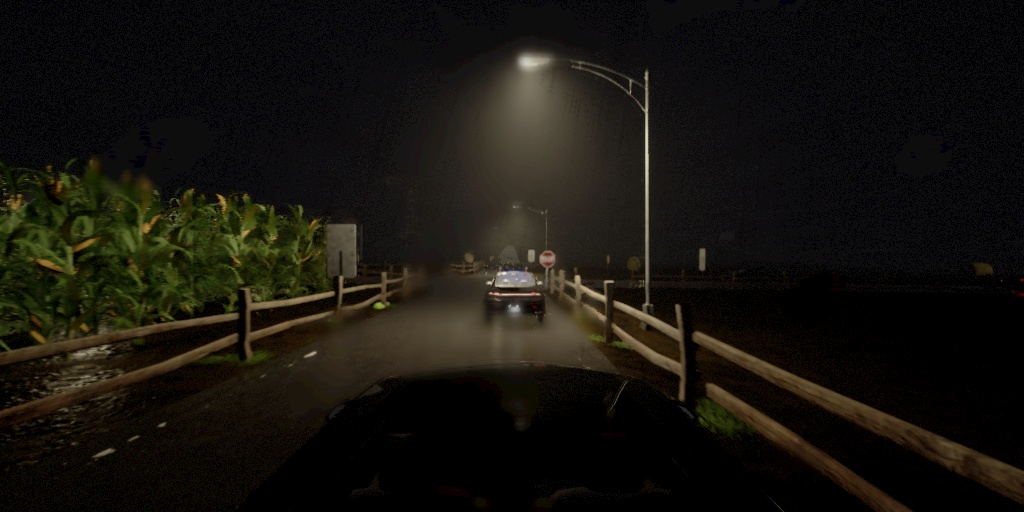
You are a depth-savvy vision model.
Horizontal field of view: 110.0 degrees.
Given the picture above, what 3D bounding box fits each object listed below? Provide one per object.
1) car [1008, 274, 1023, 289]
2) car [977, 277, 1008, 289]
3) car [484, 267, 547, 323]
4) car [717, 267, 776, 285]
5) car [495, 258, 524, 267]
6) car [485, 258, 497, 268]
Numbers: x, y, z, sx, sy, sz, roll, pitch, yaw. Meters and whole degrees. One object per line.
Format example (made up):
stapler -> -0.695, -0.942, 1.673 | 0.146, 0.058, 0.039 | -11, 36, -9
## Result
car -> 43.893, 2.179, 28.848 | 4.892, 1.490, 1.837 | 1, 1, 1
car -> 44.460, 2.216, 31.690 | 4.718, 1.301, 1.895 | 1, 1, 1
car -> 0.102, 1.290, 12.260 | 2.128, 1.511, 4.902 | 0, 0, 0
car -> 20.779, 1.731, 31.823 | 4.674, 1.442, 1.812 | 1, 1, 0
car -> 0.107, 1.212, 26.315 | 2.097, 1.767, 4.553 | 0, 0, 0
car -> -2.811, 1.347, 52.462 | 1.882, 1.535, 5.008 | 0, 1, 0
